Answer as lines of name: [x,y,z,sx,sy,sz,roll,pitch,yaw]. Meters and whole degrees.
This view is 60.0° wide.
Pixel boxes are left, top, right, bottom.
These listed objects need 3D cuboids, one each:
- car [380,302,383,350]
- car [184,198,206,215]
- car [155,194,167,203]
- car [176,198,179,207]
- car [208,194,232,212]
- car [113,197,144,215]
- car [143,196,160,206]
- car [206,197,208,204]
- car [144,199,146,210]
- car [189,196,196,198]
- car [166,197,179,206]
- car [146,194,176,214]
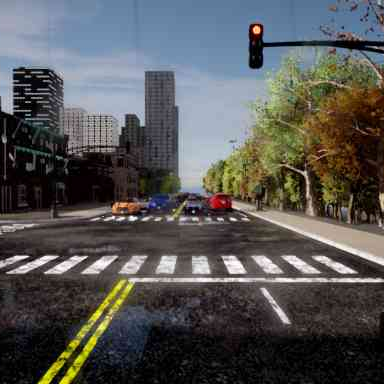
car: [3.357,1.491,2.396,2.128,1.511,4.902,0,0,0]
car: [0.174,1.590,34.430,1.895,1.301,4.718,0,0,0]
car: [-6.358,1.324,68.453,2.097,1.767,4.553,0,0,0]
car: [-3.232,1.336,45.576,2.097,1.767,4.553,0,0,0]
car: [3.435,1.209,39.019,2.150,2.045,5.566,0,0,0]
car: [-6.550,1.342,33.736,2.097,1.767,4.553,0,0,1]
car: [-6.467,1.472,53.640,2.128,1.511,4.902,0,0,0]
car: [3.487,1.540,63.235,1.994,1.385,4.181,0,0,0]
car: [-6.492,1.586,42.722,1.895,1.301,4.718,0,0,0]
car: [0.138,1.523,65.057,2.033,1.411,5.357,0,0,0]
car: [-3.216,1.581,54.917,1.895,1.301,4.718,0,0,0]
car: [-3.261,1.210,35.885,2.150,2.045,5.566,0,0,0]
